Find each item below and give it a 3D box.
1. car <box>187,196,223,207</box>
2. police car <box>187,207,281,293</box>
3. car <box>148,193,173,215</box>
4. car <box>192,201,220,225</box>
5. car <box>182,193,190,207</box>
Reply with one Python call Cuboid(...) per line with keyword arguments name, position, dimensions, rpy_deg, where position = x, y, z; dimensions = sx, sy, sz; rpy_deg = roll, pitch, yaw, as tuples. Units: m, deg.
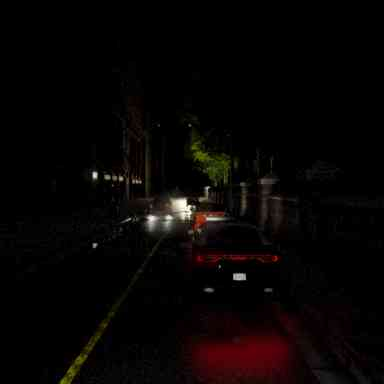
Cuboid(name="car", position=(0.939, 1.328, 18.821), dimensions=(2.097, 1.767, 4.553), rpy_deg=(0, 0, 0))
Cuboid(name="police car", position=(0.918, 1.420, 8.962), dimensions=(1.930, 1.638, 5.238), rpy_deg=(0, 0, 0))
Cuboid(name="car", position=(-3.030, 1.289, 32.908), dimensions=(2.097, 1.767, 4.553), rpy_deg=(0, 0, 0))
Cuboid(name="car", position=(0.952, 1.467, 24.852), dimensions=(1.837, 1.490, 4.892), rpy_deg=(0, 0, 0))
Cuboid(name="car", position=(0.126, 1.352, 47.818), dimensions=(2.128, 1.511, 4.902), rpy_deg=(0, 0, 1))
